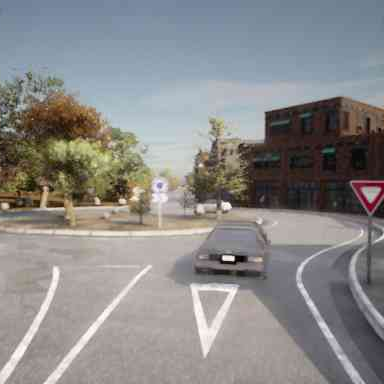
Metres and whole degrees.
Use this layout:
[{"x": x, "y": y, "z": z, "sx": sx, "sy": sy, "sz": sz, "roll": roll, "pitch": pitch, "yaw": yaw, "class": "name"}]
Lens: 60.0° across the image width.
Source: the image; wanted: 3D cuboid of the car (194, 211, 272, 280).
[{"x": 1.431, "y": 1.590, "z": 10.255, "sx": 2.033, "sy": 1.411, "sz": 5.357, "roll": 1, "pitch": 0, "yaw": 13, "class": "car"}]

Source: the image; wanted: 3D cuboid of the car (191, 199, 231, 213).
[{"x": 1.998, "y": 1.540, "z": 36.455, "sx": 4.674, "sy": 1.442, "sz": 1.812, "roll": -1, "pitch": 1, "yaw": 34, "class": "car"}]
